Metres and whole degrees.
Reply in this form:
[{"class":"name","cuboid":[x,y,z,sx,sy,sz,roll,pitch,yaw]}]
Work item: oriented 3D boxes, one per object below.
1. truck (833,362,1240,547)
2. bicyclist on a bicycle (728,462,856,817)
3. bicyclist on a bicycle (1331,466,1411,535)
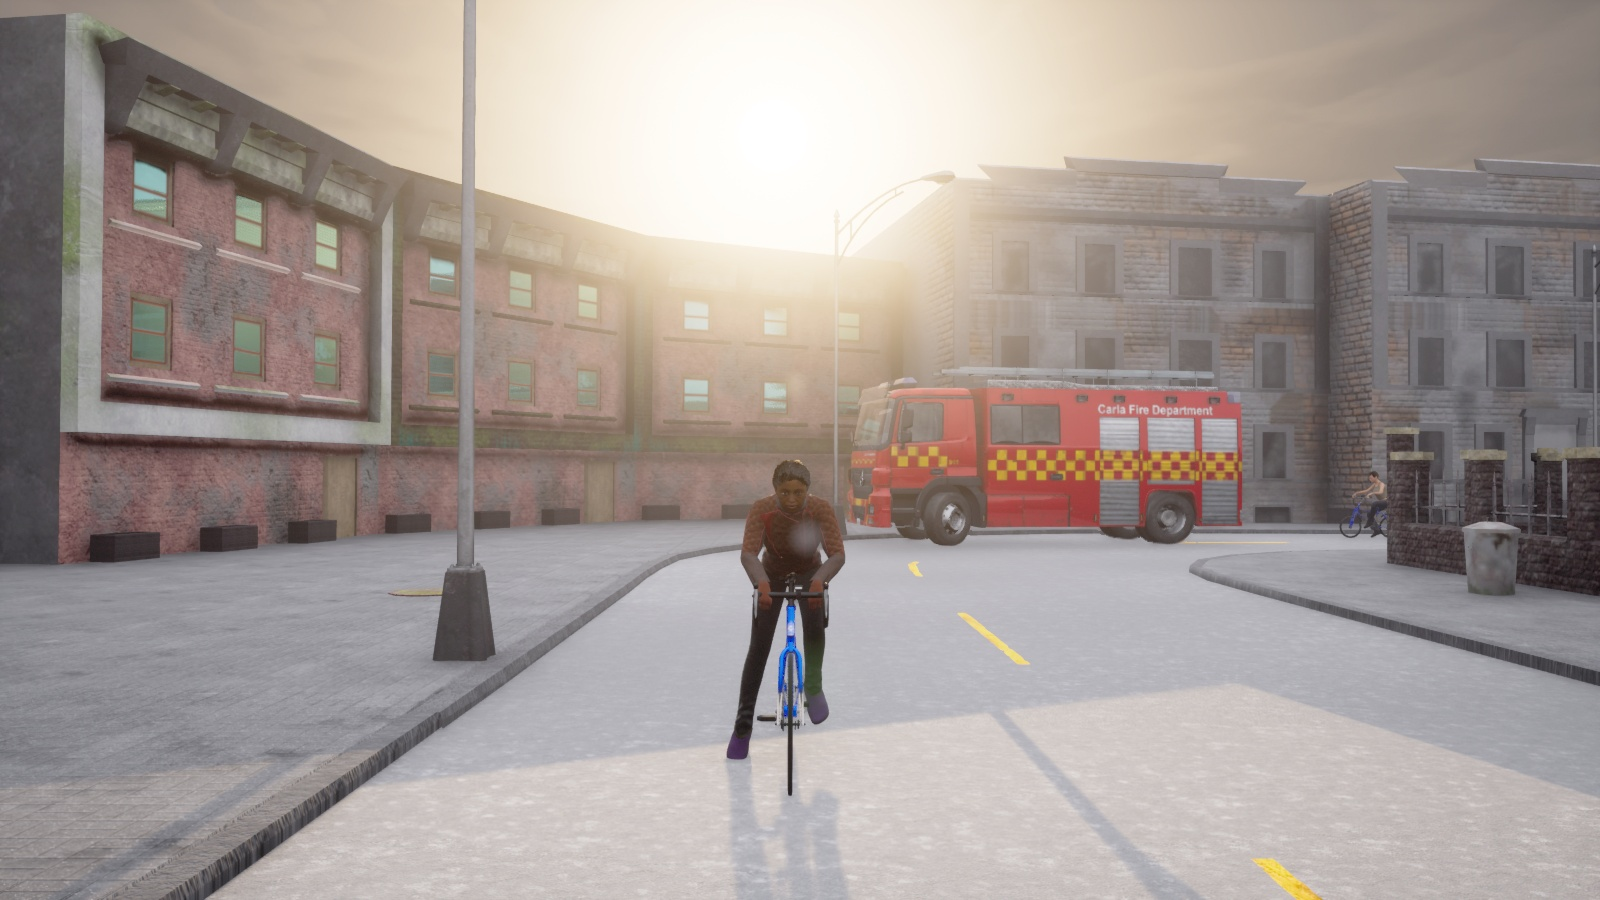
[{"class":"truck","cuboid":[5.191,0.097,28.166,8.468,3.827,2.891,0,-1,-10]},{"class":"bicyclist on a bicycle","cuboid":[-0.040,0.878,6.590,0.582,1.620,1.656,0,-1,0]},{"class":"bicyclist on a bicycle","cuboid":[13.710,1.202,30.165,1.509,1.612,0.866,0,-1,0]}]
